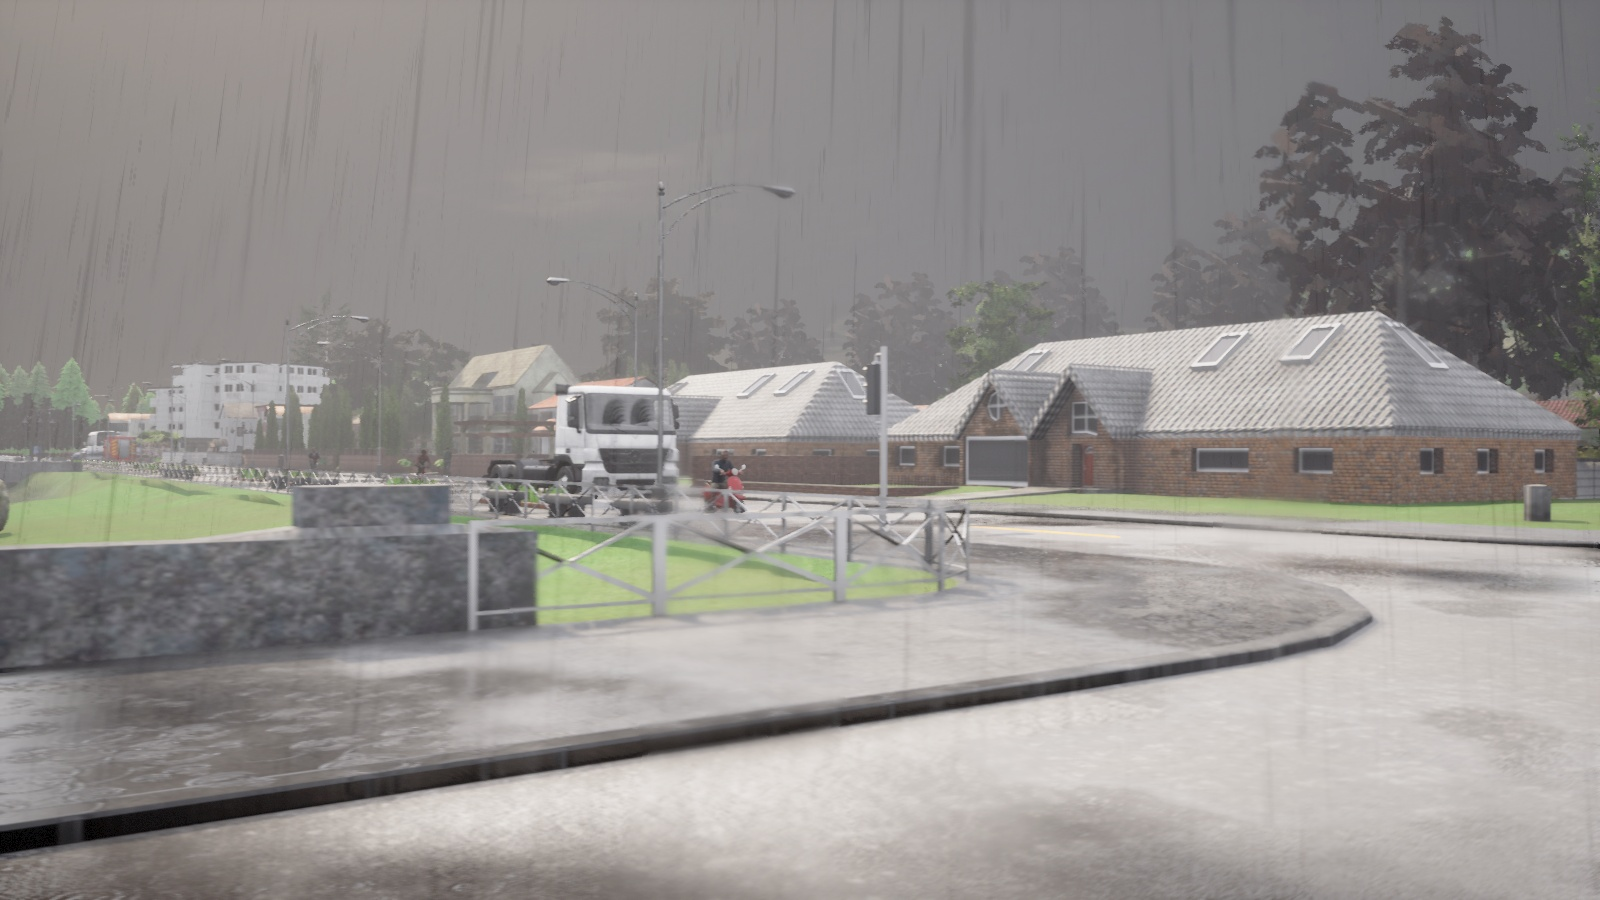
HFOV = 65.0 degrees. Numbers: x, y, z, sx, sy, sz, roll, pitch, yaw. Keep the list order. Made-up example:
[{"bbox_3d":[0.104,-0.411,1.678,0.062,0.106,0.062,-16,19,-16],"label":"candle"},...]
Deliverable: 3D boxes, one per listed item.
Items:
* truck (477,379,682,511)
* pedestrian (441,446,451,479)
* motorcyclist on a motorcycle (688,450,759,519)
[{"bbox_3d":[-6.718,-0.106,37.080,2.891,3.462,7.936,0,0,-35],"label":"truck"},{"bbox_3d":[-20.197,0.713,71.675,0.353,1.847,0.614,0,0,-35],"label":"pedestrian"},{"bbox_3d":[-1.846,0.801,30.082,0.866,1.590,1.817,0,0,-35],"label":"motorcyclist on a motorcycle"}]
